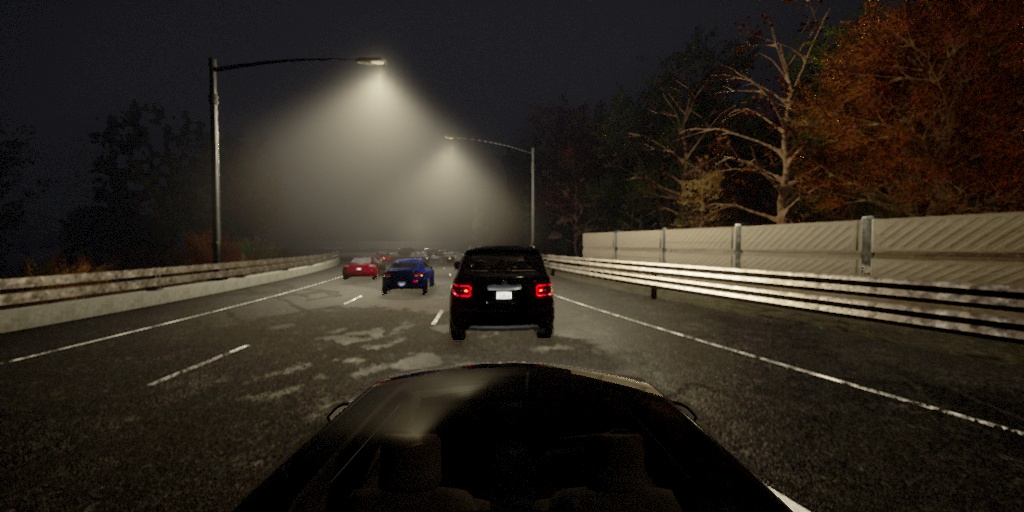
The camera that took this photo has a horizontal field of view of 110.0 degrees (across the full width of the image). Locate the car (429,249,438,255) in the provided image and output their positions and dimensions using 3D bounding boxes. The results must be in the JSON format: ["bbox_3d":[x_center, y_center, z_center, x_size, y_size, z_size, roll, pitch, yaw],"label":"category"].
[{"bbox_3d":[-11.274,-0.216,50.129,1.837,1.490,4.892,-1,2,-25],"label":"car"}]

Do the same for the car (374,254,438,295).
[{"bbox_3d":[-4.584,0.836,16.173,1.812,1.442,4.674,0,2,-7],"label":"car"}]

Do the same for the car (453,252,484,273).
[{"bbox_3d":[-3.606,0.442,29.053,1.812,1.442,4.674,0,2,-15],"label":"car"}]

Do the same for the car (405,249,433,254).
[{"bbox_3d":[-10.025,0.238,38.316,1.895,1.301,4.718,-1,2,-20],"label":"car"}]

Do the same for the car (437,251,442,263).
[{"bbox_3d":[-6.499,0.224,38.727,1.895,1.301,4.718,-1,2,-19],"label":"car"}]

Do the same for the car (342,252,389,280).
[{"bbox_3d":[-9.327,0.673,22.859,1.994,1.385,4.181,0,2,-11],"label":"car"}]

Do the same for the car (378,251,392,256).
[{"bbox_3d":[-14.483,0.147,40.180,1.994,1.385,4.181,-1,2,-21],"label":"car"}]

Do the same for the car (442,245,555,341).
[{"bbox_3d":[-0.340,0.739,9.293,2.150,2.045,5.566,0,2,-4],"label":"car"}]
